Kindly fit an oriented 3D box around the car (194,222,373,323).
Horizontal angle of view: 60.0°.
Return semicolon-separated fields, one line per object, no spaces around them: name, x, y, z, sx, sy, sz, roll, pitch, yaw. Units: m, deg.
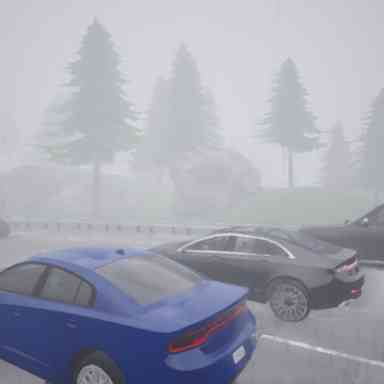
car;0.971;1.503;7.183;4.902;1.511;2.128;-1;0;34

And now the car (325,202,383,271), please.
car;5.472;1.182;8.443;5.566;2.045;2.150;-1;0;34

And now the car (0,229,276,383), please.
car;-1.612;1.512;4.700;5.008;1.535;1.882;-1;0;32

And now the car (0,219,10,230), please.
car;-11.768;1.771;17.636;4.181;1.385;1.994;-1;0;22
